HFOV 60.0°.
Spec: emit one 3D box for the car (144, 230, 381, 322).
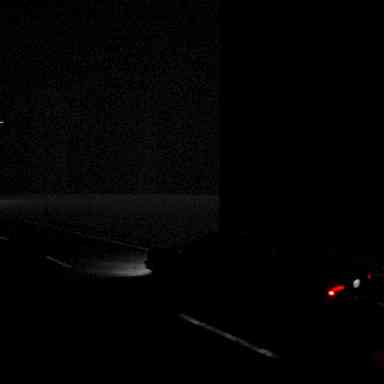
[{"bbox_3d":[1.077,1.571,7.434,2.033,1.411,5.357,0,0,-42],"label":"car"}]
